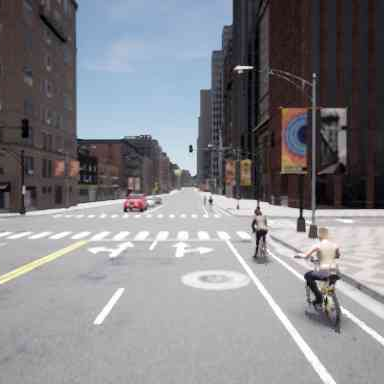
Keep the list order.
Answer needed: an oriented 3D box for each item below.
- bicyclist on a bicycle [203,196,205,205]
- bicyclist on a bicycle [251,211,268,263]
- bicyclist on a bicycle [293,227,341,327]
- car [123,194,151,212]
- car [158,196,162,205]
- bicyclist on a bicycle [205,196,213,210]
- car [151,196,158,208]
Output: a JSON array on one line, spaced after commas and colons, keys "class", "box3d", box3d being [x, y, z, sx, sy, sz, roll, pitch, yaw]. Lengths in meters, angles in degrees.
[{"class": "bicyclist on a bicycle", "box3d": [2.246, 1.493, 57.089, 0.582, 1.620, 1.656, 0, 0, 0]}, {"class": "bicyclist on a bicycle", "box3d": [2.249, 1.454, 11.010, 0.582, 1.620, 1.656, 0, 0, 0]}, {"class": "bicyclist on a bicycle", "box3d": [2.342, 1.437, 6.039, 0.866, 1.612, 1.509, 0, 0, 0]}, {"class": "car", "box3d": [-6.592, 1.247, 39.260, 2.150, 2.045, 5.566, 0, 0, 0]}, {"class": "car", "box3d": [-6.546, 1.533, 60.695, 2.128, 1.511, 4.902, 0, 0, 1]}, {"class": "bicyclist on a bicycle", "box3d": [2.247, 1.397, 39.965, 0.659, 1.776, 1.843, 0, 0, 0]}, {"class": "car", "box3d": [-6.572, 1.560, 49.643, 1.812, 1.442, 4.674, 0, 0, 0]}]
